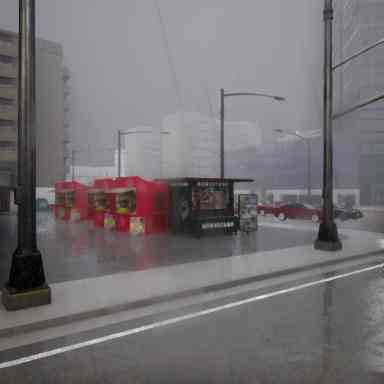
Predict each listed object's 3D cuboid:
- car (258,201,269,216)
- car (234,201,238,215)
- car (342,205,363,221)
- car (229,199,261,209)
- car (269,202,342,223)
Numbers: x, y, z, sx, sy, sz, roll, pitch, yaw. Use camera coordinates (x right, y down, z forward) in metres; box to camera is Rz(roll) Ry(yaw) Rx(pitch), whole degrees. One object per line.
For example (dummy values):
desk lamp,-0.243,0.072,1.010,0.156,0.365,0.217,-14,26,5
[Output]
car,6.961,1.689,35.710,1.882,1.535,5.008,0,-1,-36
car,3.558,1.750,34.446,1.812,1.442,4.674,0,-1,-36
car,12.238,1.672,28.434,1.994,1.385,4.181,0,-1,-35
car,8.223,1.885,52.196,2.128,1.511,4.902,0,-1,-36
car,9.011,1.589,26.889,1.882,1.535,5.008,0,-1,-38
